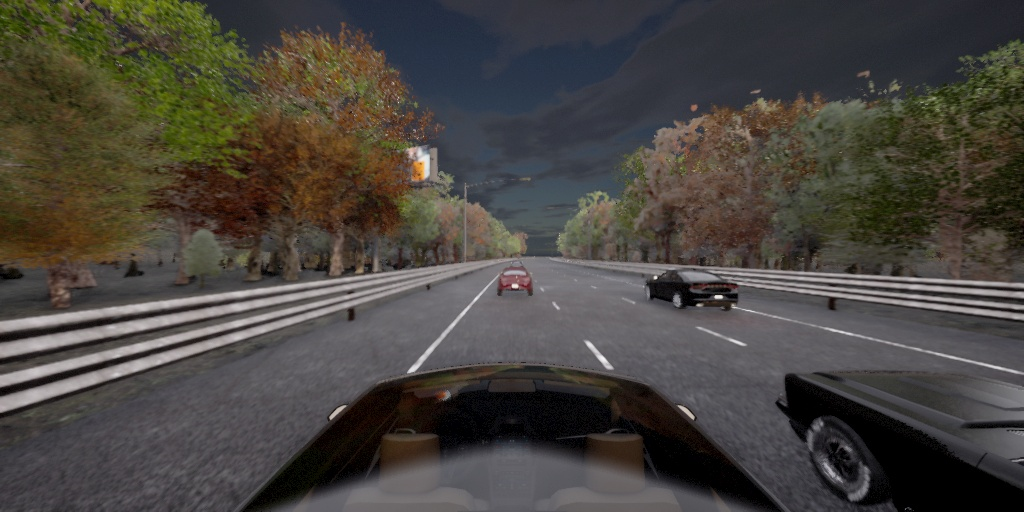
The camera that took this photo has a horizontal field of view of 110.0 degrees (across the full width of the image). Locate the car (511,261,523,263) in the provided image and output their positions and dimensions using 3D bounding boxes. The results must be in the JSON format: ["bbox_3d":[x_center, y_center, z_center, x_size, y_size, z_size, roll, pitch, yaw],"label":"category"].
[{"bbox_3d":[0.747,1.424,53.808,1.994,1.385,4.181,0,0,1],"label":"car"}]

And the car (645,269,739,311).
[{"bbox_3d":[7.134,1.262,14.818,1.882,1.535,5.008,0,0,0],"label":"car"}]

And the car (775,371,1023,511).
[{"bbox_3d":[3.581,1.353,1.441,1.895,1.301,4.718,0,0,0],"label":"car"}]

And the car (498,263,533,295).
[{"bbox_3d":[0.179,1.315,20.038,1.812,1.442,4.674,0,0,1],"label":"car"}]
